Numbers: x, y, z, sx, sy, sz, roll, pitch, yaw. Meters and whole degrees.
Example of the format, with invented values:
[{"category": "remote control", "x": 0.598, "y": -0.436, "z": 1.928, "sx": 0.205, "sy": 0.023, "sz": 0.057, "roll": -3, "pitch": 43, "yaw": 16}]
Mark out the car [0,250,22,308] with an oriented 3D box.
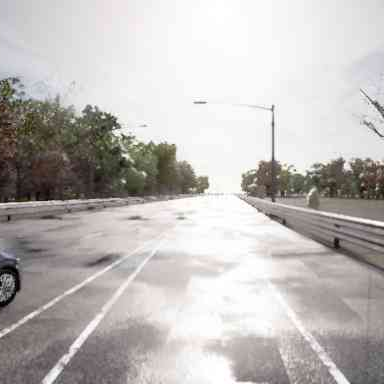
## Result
[{"category": "car", "x": -4.782, "y": 1.351, "z": 5.161, "sx": 2.097, "sy": 1.767, "sz": 4.553, "roll": 0, "pitch": 0, "yaw": 6}]
